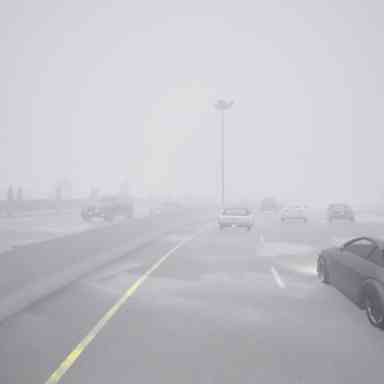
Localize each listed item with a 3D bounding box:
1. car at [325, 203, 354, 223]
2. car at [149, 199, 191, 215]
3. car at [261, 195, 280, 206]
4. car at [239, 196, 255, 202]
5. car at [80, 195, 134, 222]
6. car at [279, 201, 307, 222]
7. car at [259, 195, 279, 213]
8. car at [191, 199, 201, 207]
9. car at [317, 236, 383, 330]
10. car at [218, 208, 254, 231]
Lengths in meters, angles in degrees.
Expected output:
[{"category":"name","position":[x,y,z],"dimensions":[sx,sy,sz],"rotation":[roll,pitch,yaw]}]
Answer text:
[{"category":"car","position":[11.822,1.625,26.754],"dimensions":[2.033,1.411,5.357],"rotation":[0,0,19]},{"category":"car","position":[-2.154,1.535,29.357],"dimensions":[2.128,1.511,4.902],"rotation":[0,0,18]},{"category":"car","position":[15.610,1.643,65.974],"dimensions":[2.150,2.045,5.566],"rotation":[0,0,28]},{"category":"car","position":[10.721,1.640,64.284],"dimensions":[2.097,1.767,4.553],"rotation":[0,-1,29]},{"category":"car","position":[-6.615,1.245,26.780],"dimensions":[2.150,2.045,5.566],"rotation":[0,-1,16]},{"category":"car","position":[8.347,1.595,27.202],"dimensions":[1.812,1.442,4.674],"rotation":[0,0,18]},{"category":"car","position":[9.356,1.464,38.815],"dimensions":[2.097,1.767,4.553],"rotation":[0,0,25]},{"category":"car","position":[-0.509,1.742,50.893],"dimensions":[1.895,1.301,4.718],"rotation":[0,0,28]},{"category":"car","position":[4.073,1.584,6.860],"dimensions":[1.994,1.385,4.181],"rotation":[0,0,5]},{"category":"car","position":[2.918,1.638,21.199],"dimensions":[1.895,1.301,4.718],"rotation":[0,0,14]}]
